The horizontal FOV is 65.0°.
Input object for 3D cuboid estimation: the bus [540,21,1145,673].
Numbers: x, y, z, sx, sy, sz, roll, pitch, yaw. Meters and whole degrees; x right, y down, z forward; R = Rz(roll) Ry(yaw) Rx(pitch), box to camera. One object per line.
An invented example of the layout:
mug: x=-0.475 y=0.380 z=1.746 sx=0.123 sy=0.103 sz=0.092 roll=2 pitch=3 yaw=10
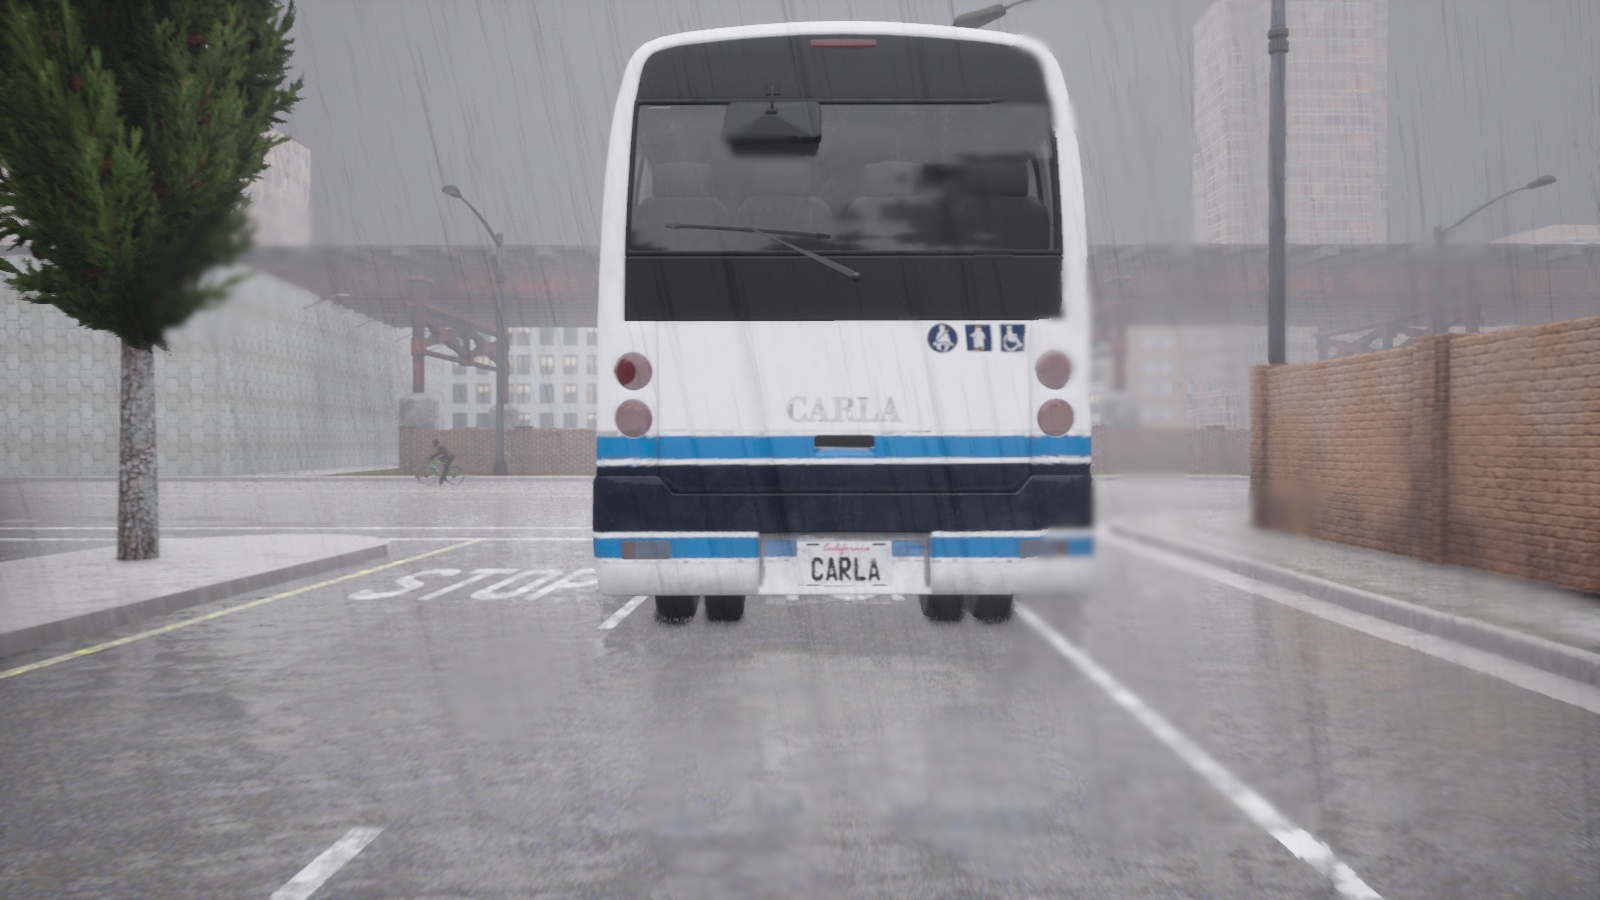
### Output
bus: x=0.278 y=-0.709 z=13.337 sx=3.944 sy=4.253 sz=10.273 roll=0 pitch=0 yaw=0

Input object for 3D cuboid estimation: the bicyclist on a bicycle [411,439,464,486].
bicyclist on a bicycle: x=-12.682 y=0.427 z=43.938 sx=1.656 sy=1.620 sz=0.582 roll=0 pitch=0 yaw=0
